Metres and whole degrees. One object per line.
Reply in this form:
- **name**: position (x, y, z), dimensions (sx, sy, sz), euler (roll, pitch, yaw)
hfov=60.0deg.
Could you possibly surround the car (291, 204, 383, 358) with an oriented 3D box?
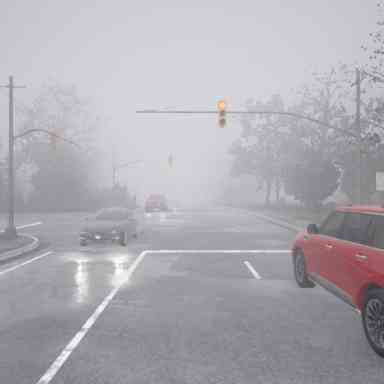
- **car**: position (3.591, 1.221, 6.091), dimensions (2.150, 2.045, 5.566), euler (0, 0, 0)

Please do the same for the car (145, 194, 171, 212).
- **car**: position (-4.174, 1.269, 40.088), dimensions (2.150, 2.045, 5.566), euler (0, -1, 1)

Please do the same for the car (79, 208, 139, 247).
- **car**: position (-3.629, 1.507, 15.206), dimensions (1.837, 1.490, 4.892), euler (0, 0, 0)

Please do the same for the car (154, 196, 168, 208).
- **car**: position (-5.031, 1.584, 54.106), dimensions (2.097, 1.767, 4.553), euler (0, -1, -7)

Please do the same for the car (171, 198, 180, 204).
- **car**: position (-4.636, 2.316, 83.215), dimensions (1.882, 1.535, 5.008), euler (0, -1, -22)
